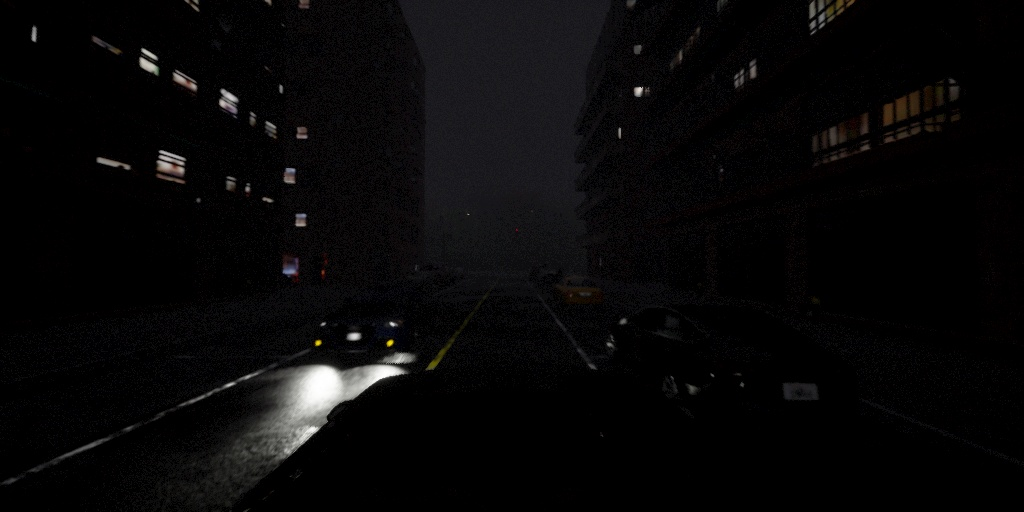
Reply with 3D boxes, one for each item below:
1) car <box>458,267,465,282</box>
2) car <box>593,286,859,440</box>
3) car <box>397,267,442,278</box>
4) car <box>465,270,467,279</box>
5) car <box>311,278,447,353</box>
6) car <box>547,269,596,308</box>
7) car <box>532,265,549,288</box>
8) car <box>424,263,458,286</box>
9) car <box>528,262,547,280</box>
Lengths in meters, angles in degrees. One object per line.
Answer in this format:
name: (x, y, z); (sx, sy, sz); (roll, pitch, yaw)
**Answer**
car: (-5.810, 1.749, 32.745); (1.948, 1.339, 4.313); (0, 0, 0)
car: (2.765, 1.368, 5.513); (1.948, 1.339, 4.313); (0, 0, 0)
car: (-5.813, 1.578, 21.610); (2.007, 1.370, 4.403); (0, 0, 0)
car: (-5.808, 1.844, 38.312); (1.802, 1.307, 4.207); (0, 0, 0)
car: (-3.097, 1.416, 9.013); (1.994, 1.385, 4.181); (0, -1, 0)
car: (2.833, 1.474, 16.177); (1.751, 1.417, 4.829); (0, 0, 0)
car: (2.837, 1.654, 27.142); (2.007, 1.370, 4.403); (0, 0, 0)
car: (-5.811, 1.420, 27.177); (2.192, 1.841, 5.009); (0, 0, 0)
car: (2.840, 1.574, 38.276); (2.192, 1.841, 5.009); (0, 0, 0)
